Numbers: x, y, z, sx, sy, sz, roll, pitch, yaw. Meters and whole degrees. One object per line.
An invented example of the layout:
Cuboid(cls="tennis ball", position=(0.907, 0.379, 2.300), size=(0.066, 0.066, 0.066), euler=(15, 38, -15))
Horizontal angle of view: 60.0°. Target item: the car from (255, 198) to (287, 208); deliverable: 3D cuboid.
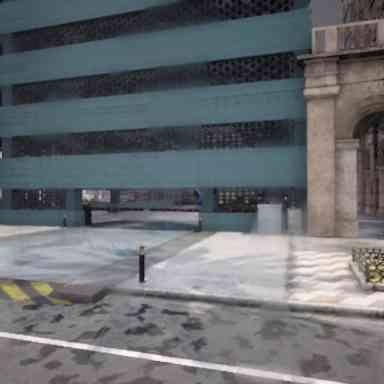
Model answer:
Cuboid(cls="car", position=(12.426, 1.666, 52.539), size=(4.786, 1.482, 2.161), euler=(0, 0, 17))

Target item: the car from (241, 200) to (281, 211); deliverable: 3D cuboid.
Cuboid(cls="car", position=(8.666, 1.665, 41.557), size=(4.718, 1.301, 1.895), euler=(0, 0, 17))

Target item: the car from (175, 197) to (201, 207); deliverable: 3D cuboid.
Cuboid(cls="car", position=(-0.443, 1.588, 52.133), size=(4.674, 1.452, 2.002), euler=(0, 0, 17))

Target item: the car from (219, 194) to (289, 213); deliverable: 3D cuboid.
Cuboid(cls="car", position=(4.101, 1.145, 23.613), size=(5.566, 2.045, 2.435), euler=(0, 0, 17))
